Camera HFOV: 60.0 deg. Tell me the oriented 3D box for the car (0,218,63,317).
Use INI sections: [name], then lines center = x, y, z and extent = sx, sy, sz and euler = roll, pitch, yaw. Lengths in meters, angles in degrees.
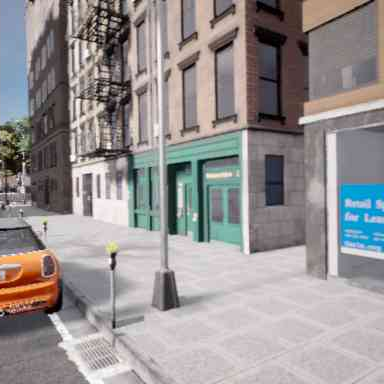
[car]
center = -4.206, 1.319, 6.895
extent = 2.097, 1.767, 4.553
euler = -2, 1, -33
